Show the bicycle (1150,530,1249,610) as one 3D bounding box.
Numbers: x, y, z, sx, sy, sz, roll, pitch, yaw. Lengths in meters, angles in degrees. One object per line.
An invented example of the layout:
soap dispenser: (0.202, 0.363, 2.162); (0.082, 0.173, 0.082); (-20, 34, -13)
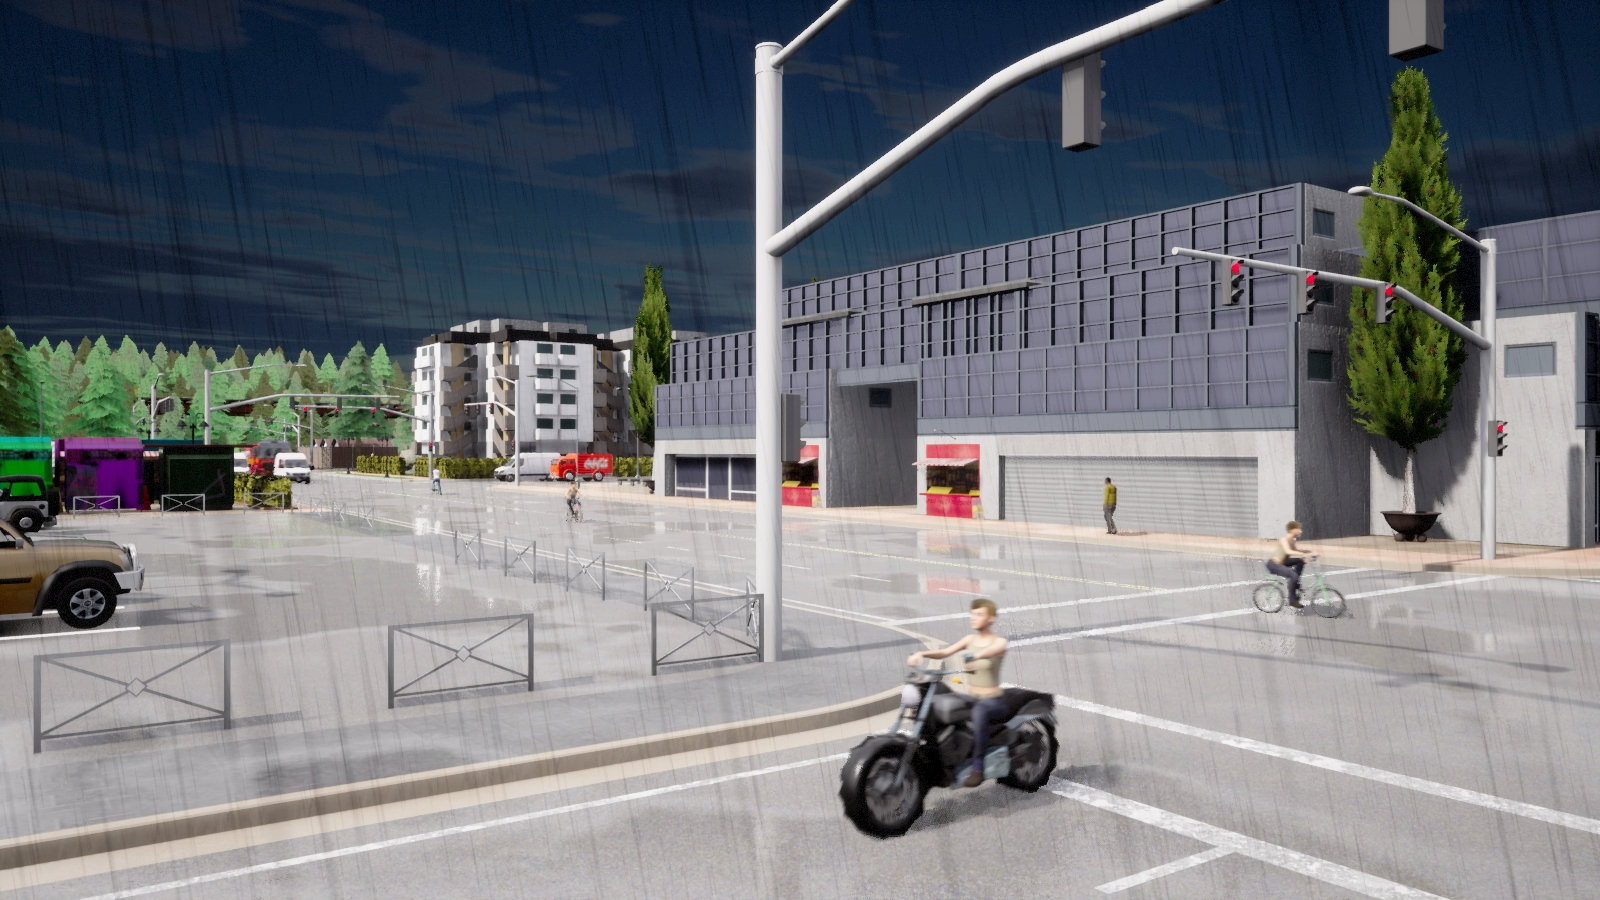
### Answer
bicycle: (7.246, 2.158, 20.764); (0.859, 1.276, 1.487); (0, 0, -33)

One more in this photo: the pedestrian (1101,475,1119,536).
pedestrian: (9.572, 1.696, 35.295); (0.375, 1.860, 0.375); (0, 0, -28)

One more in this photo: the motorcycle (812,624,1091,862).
motorcycle: (1.232, 2.155, 8.845); (2.356, 1.307, 0.764); (0, -1, -42)
